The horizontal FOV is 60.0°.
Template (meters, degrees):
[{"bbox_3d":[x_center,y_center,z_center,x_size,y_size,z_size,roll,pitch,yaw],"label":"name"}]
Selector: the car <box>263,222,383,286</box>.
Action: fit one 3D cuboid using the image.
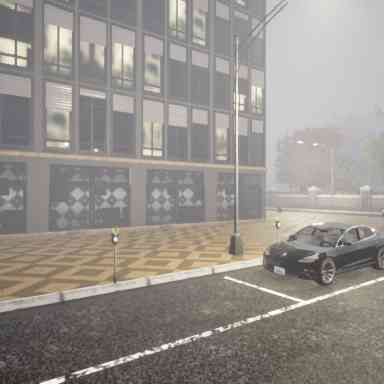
[{"bbox_3d":[3.930,1.562,9.447,4.313,1.339,1.947,0,0,-35],"label":"car"}]
